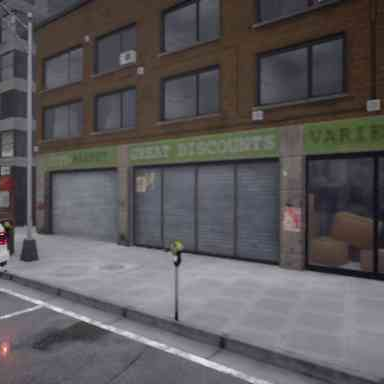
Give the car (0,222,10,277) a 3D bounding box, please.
[{"bbox_3d":[-6.686,1.172,8.158,5.566,2.045,2.150,0,0,36],"label":"car"}]
